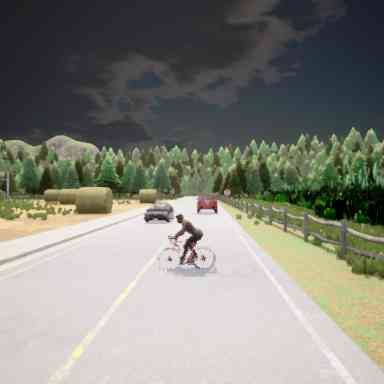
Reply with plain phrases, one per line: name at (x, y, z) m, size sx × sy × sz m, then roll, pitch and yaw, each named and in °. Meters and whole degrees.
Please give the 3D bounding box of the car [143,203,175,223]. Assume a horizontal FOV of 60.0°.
car at (-2.409, 1.546, 25.822) m, size 2.033 × 1.411 × 5.357 m, roll 0°, pitch 0°, yaw 3°

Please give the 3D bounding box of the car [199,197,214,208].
car at (2.215, 1.489, 49.117) m, size 2.128 × 1.511 × 4.902 m, roll 0°, pitch 0°, yaw 3°

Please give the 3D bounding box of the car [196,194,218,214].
car at (1.647, 1.221, 36.203) m, size 2.150 × 2.045 × 5.566 m, roll 0°, pitch 0°, yaw 2°

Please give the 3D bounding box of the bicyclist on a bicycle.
bicyclist on a bicycle at (-0.166, 1.454, 9.502) m, size 1.656 × 1.620 × 0.582 m, roll -2°, pitch 0°, yaw 3°
